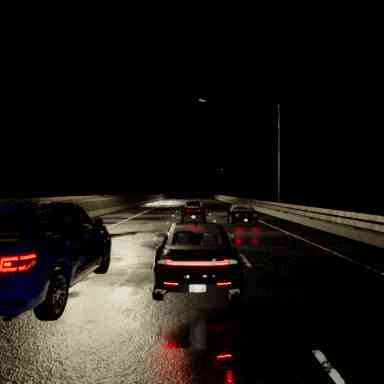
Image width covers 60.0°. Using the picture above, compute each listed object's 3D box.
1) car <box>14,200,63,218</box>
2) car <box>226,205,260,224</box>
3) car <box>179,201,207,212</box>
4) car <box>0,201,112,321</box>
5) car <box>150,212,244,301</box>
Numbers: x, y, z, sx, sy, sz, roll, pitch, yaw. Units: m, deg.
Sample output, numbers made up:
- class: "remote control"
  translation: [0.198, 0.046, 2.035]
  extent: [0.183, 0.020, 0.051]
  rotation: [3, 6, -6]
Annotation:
- class: "car"
  translation: [-14.098, 1.536, 30.927]
  extent: [2.033, 1.411, 5.357]
  rotation: [0, 0, 0]
- class: "car"
  translation: [3.598, 1.593, 24.479]
  extent: [1.895, 1.301, 4.718]
  rotation: [0, 0, 0]
- class: "car"
  translation: [0.099, 1.496, 25.944]
  extent: [1.837, 1.490, 4.892]
  rotation: [0, 0, 0]
- class: "car"
  translation: [-3.396, 1.219, 7.391]
  extent: [2.150, 2.045, 5.566]
  rotation: [0, 0, 0]
- class: "car"
  translation: [0.099, 1.489, 8.305]
  extent: [2.128, 1.511, 4.902]
  rotation: [0, 0, 0]
